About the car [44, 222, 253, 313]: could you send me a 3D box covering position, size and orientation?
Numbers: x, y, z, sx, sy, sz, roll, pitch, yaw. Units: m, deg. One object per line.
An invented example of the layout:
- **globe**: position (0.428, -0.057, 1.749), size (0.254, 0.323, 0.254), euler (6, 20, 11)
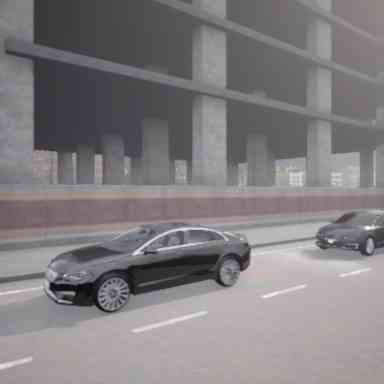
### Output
- **car**: position (-0.754, 1.489, 7.740), size (4.902, 1.511, 2.128), euler (0, 0, -35)

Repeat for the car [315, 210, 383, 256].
- **car**: position (6.887, 1.494, 13.188), size (4.892, 1.490, 1.837), euler (0, 0, -35)
